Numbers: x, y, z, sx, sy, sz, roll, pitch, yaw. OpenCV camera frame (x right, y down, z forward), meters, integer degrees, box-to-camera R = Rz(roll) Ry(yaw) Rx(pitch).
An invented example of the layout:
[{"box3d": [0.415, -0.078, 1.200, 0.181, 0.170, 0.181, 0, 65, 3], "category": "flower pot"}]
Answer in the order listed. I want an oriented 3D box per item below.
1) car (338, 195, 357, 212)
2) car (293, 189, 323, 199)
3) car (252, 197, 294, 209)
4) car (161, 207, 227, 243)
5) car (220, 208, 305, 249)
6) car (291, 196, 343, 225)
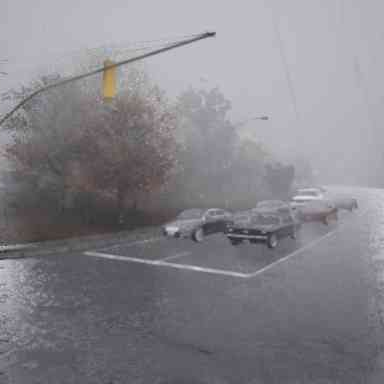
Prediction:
[{"box3d": [14.503, 1.008, 31.744, 1.812, 1.442, 4.674, -1, 2, 34], "category": "car"}, {"box3d": [11.751, 0.727, 33.918, 2.150, 2.045, 5.566, -1, 2, 34], "category": "car"}, {"box3d": [5.864, 1.391, 25.129, 1.837, 1.490, 4.892, -1, 1, 34], "category": "car"}, {"box3d": [0.411, 1.564, 16.973, 2.128, 1.511, 4.902, -1, 0, 34], "category": "car"}, {"box3d": [3.373, 1.636, 15.105, 1.895, 1.301, 4.718, -1, 0, 34], "category": "car"}, {"box3d": [8.887, 1.323, 23.354, 1.882, 1.535, 5.008, -1, 1, 34], "category": "car"}]
